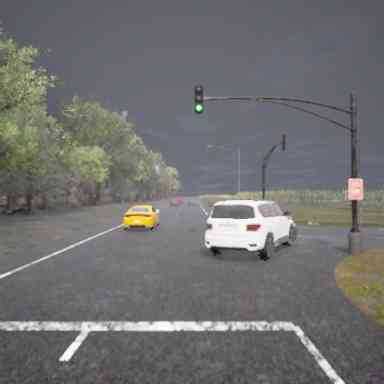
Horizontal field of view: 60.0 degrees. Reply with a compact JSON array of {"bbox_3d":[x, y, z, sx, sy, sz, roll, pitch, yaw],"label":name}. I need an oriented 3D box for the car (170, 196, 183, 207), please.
[{"bbox_3d":[-3.348,2.044,65.182,2.128,1.511,4.902,0,-1,0],"label":"car"}]

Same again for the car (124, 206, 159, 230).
[{"bbox_3d":[-3.381,1.677,22.931,1.882,1.535,5.008,0,0,0],"label":"car"}]

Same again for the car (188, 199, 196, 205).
[{"bbox_3d":[0.061,2.155,72.534,2.033,1.411,5.357,0,0,0],"label":"car"}]

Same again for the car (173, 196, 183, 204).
[{"bbox_3d":[-3.434,1.921,82.406,2.150,2.045,5.566,0,0,0],"label":"car"}]

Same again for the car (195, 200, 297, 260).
[{"bbox_3d":[2.530,1.341,13.340,2.150,2.045,5.566,-2,-1,30],"label":"car"}]
